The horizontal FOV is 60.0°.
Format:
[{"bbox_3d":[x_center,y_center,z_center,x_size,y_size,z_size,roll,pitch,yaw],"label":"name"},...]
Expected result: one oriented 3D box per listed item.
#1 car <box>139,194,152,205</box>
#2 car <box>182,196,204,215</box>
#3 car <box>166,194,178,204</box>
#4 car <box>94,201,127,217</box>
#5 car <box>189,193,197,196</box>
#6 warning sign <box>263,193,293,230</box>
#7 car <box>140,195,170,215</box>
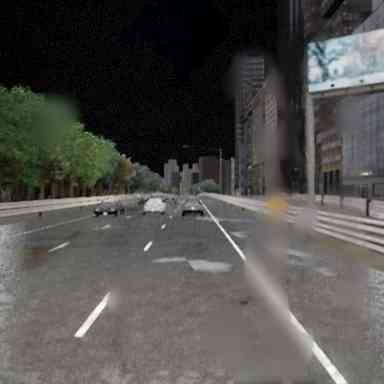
[{"bbox_3d":[-6.957,1.046,51.972,2.097,1.767,4.553,0,0,0],"label":"car"},{"bbox_3d":[0.079,1.378,31.023,1.994,1.385,4.181,0,0,0],"label":"car"},{"bbox_3d":[-3.452,1.035,54.391,2.097,1.767,4.553,0,1,0],"label":"car"},{"bbox_3d":[-6.928,1.430,28.765,1.895,1.301,4.718,0,0,0],"label":"car"},{"bbox_3d":[0.050,1.241,54.988,1.994,1.385,4.181,0,0,0],"label":"car"},{"bbox_3d":[4.525,1.016,17.687,1.300,1.860,1.060,-1,0,0],"label":"warning sign"},{"bbox_3d":[-3.424,1.337,31.512,1.812,1.442,4.674,0,0,0],"label":"car"}]
